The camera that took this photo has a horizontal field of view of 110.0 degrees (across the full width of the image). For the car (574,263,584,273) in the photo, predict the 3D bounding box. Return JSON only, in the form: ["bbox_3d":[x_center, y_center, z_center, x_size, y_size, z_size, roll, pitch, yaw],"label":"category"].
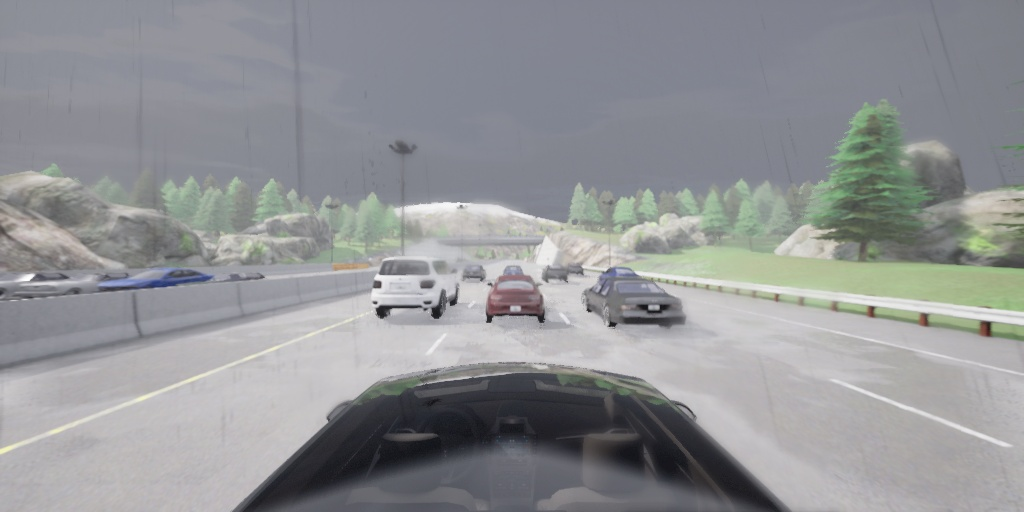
[{"bbox_3d":[7.106,1.535,41.872,2.128,1.511,4.902,0,0,0],"label":"car"}]

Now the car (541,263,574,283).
[{"bbox_3d":[3.605,1.452,30.564,2.128,1.511,4.902,0,0,0],"label":"car"}]

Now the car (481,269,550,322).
[{"bbox_3d":[0.102,1.354,12.502,1.812,1.442,4.674,0,0,0],"label":"car"}]

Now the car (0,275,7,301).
[{"bbox_3d":[-24.497,1.473,18.024,1.895,1.301,4.718,0,0,0],"label":"car"}]

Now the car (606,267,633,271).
[{"bbox_3d":[7.104,1.438,23.898,1.812,1.442,4.674,0,0,0],"label":"car"}]

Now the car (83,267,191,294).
[{"bbox_3d":[-17.498,1.357,17.995,1.882,1.535,5.008,0,-1,0],"label":"car"}]

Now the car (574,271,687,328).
[{"bbox_3d":[3.601,1.370,11.603,2.033,1.411,5.357,0,0,0],"label":"car"}]

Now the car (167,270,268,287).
[{"bbox_3d":[-13.998,1.471,18.016,1.895,1.301,4.718,0,0,0],"label":"car"}]

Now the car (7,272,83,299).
[{"bbox_3d":[-20.997,1.473,18.024,1.895,1.301,4.718,0,0,0],"label":"car"}]

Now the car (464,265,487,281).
[{"bbox_3d":[-3.396,1.525,32.872,2.033,1.411,5.357,0,0,0],"label":"car"}]

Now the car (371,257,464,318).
[{"bbox_3d":[-3.397,1.058,13.606,2.150,2.045,5.566,0,0,0],"label":"car"}]

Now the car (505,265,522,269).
[{"bbox_3d":[0.106,1.514,31.378,2.033,1.411,5.357,0,0,0],"label":"car"}]
